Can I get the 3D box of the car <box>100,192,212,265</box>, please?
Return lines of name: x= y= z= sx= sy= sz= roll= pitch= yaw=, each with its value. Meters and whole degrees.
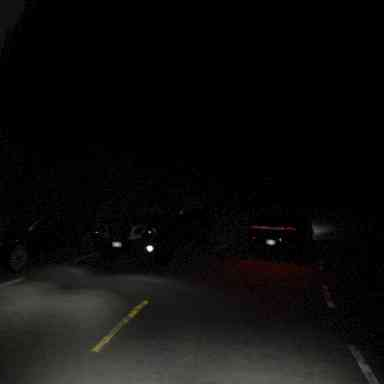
car: x=-1.024 y=1.044 z=11.610 sx=2.150 sy=2.045 sz=5.566 roll=0 pitch=1 yaw=22

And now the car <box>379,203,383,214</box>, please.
car: x=18.001 y=1.243 z=28.484 sx=5.357 sy=1.411 sz=2.033 roll=0 pitch=1 yaw=-38

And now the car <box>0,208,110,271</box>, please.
car: x=-4.970 y=1.306 z=10.478 sx=2.128 sy=1.511 sz=4.902 roll=1 pitch=1 yaw=19

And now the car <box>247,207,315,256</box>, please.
car: x=3.482 y=1.328 z=12.617 sx=2.128 sy=1.511 sz=4.902 roll=1 pitch=1 yaw=24
